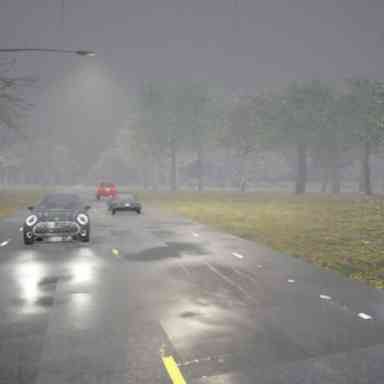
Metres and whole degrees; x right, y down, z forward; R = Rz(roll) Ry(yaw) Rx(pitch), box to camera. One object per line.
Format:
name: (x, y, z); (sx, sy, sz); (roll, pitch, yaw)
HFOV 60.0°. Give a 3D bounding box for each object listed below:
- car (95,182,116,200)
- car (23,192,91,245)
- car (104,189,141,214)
car: (-10.084, -0.212, 39.031); (2.150, 2.045, 5.566); (0, 2, -18)
car: (-5.027, 0.853, 12.753); (2.097, 1.767, 4.553); (0, 2, -18)
car: (-4.810, 0.717, 23.306); (1.994, 1.385, 4.181); (0, 2, -19)
